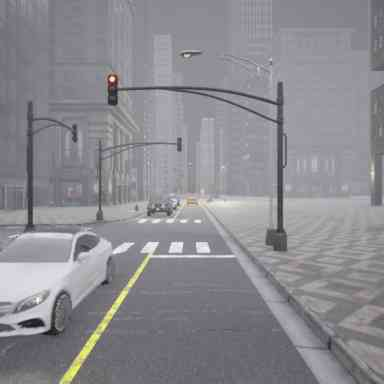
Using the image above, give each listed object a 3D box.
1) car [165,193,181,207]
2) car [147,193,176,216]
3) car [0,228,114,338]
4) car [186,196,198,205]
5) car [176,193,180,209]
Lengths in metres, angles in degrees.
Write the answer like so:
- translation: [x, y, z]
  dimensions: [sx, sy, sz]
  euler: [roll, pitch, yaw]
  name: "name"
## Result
- translation: [-3.058, 1.231, 54.093]
  dimensions: [2.150, 2.045, 5.566]
  euler: [0, 0, 0]
  name: "car"
- translation: [-3.088, 1.221, 32.928]
  dimensions: [2.150, 2.045, 5.566]
  euler: [0, 0, 0]
  name: "car"
- translation: [-2.900, 1.525, 6.809]
  dimensions: [1.812, 1.442, 4.674]
  euler: [0, 0, 1]
  name: "car"
- translation: [0.012, 1.489, 57.607]
  dimensions: [1.882, 1.535, 5.008]
  euler: [0, 0, 0]
  name: "car"
- translation: [-3.088, 1.224, 43.376]
  dimensions: [2.150, 2.045, 5.566]
  euler: [0, 0, 0]
  name: "car"
